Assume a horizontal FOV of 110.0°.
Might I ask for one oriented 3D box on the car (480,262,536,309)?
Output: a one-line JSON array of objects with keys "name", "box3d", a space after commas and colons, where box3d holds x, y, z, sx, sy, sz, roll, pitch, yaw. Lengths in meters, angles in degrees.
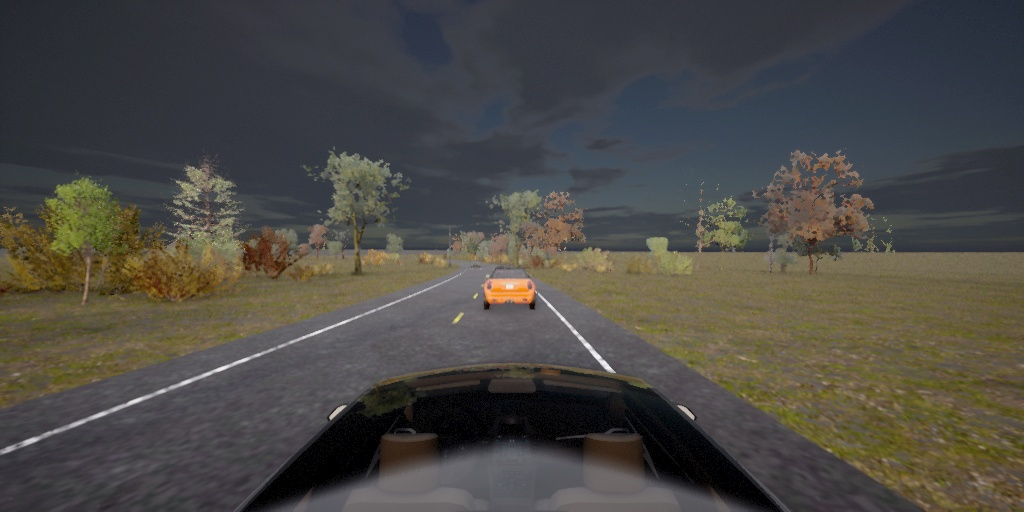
[{"name": "car", "box3d": [-0.128, 1.231, 15.961, 2.097, 1.767, 4.553, 0, -1, -1]}]
